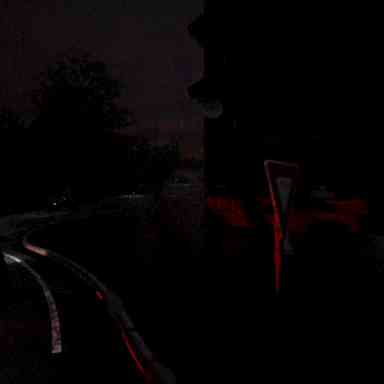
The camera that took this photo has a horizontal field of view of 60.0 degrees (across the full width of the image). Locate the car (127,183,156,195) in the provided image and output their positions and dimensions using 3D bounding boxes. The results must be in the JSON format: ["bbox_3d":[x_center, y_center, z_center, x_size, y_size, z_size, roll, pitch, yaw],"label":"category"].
[{"bbox_3d":[-6.428,-0.480,43.434,2.033,1.411,5.357,0,5,18],"label":"car"}]

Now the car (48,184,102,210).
[{"bbox_3d":[-10.951,0.425,31.536,2.150,2.045,5.566,0,5,23],"label":"car"}]

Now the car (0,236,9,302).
[{"bbox_3d":[-5.434,1.541,7.664,1.837,1.490,4.892,0,0,-33],"label":"car"}]

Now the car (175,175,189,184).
[{"bbox_3d":[-1.798,-2.327,62.035,1.837,1.490,4.892,0,5,10],"label":"car"}]

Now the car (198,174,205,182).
[{"bbox_3d":[2.282,-2.968,68.260,1.882,1.535,5.008,0,5,5],"label":"car"}]
